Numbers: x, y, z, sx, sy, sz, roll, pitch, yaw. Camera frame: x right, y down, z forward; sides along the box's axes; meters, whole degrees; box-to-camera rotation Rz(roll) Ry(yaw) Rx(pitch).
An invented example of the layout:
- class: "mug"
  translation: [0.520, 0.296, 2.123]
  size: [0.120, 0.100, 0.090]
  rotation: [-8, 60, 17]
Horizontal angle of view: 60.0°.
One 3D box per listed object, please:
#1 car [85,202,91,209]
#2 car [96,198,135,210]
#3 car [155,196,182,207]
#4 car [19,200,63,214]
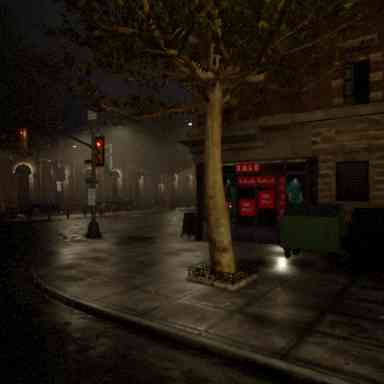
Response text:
- class: "car"
  translation: [-12.108, 1.592, 45.105]
  size: [1.895, 1.301, 4.718]
  rotation: [0, 0, 36]
- class: "car"
  translation: [-9.586, 1.489, 43.221]
  size: [2.128, 1.511, 4.902]
  rotation: [0, 0, 36]
- class: "car"
  translation: [-3.579, 1.475, 51.461]
  size: [1.882, 1.535, 5.008]
  rotation: [0, 0, 36]
- class: "car"
  translation: [-15.696, 1.562, 34.808]
  size: [1.994, 1.385, 4.181]
  rotation: [0, 0, 36]
